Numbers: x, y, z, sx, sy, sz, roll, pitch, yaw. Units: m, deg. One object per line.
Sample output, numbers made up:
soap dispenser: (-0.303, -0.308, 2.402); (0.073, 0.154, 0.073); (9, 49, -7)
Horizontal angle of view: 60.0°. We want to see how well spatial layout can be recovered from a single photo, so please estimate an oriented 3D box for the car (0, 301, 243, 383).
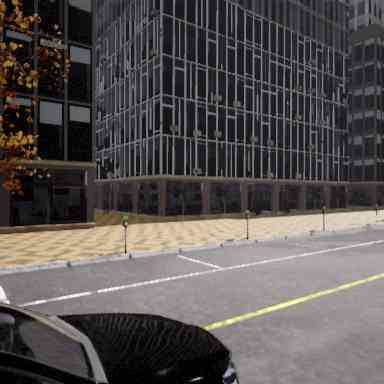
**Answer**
car: (-1.706, 1.519, 2.217); (4.674, 1.442, 1.812); (0, 0, -36)
